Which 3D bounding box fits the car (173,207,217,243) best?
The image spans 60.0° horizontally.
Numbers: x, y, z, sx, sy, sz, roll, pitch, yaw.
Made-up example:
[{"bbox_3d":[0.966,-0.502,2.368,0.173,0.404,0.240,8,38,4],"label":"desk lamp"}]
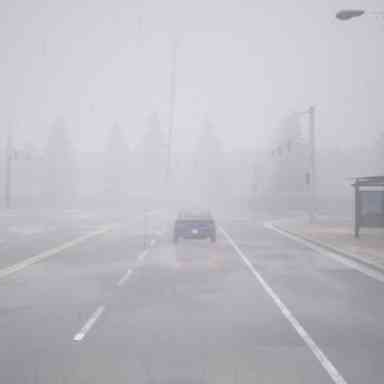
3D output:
[{"bbox_3d":[0.122,1.461,16.081,1.882,1.535,5.008,0,0,0],"label":"car"}]
